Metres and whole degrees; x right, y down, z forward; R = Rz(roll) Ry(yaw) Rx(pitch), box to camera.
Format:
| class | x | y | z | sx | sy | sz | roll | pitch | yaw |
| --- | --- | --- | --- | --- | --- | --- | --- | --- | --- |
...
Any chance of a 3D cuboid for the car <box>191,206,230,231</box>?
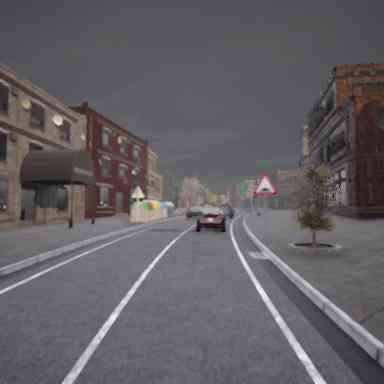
| class | x | y | z | sx | sy | sz | roll | pitch | yaw |
| --- | --- | --- | --- | --- | --- | --- | --- | --- | --- |
| car | 1.428 | 1.903 | 23.578 | 2.163 | 1.488 | 4.792 | 0 | -2 | 6 |

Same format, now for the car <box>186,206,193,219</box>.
| class | x | y | z | sx | sy | sz | roll | pitch | yaw |
| --- | --- | --- | --- | --- | --- | --- | --- | --- | --- |
| car | 0.594 | 2.367 | 39.257 | 1.882 | 1.535 | 5.008 | -1 | -2 | 11 |

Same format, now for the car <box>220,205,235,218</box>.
| class | x | y | z | sx | sy | sz | roll | pitch | yaw |
| --- | --- | --- | --- | --- | --- | --- | --- | --- | --- |
| car | 4.207 | 2.355 | 41.108 | 2.033 | 1.649 | 4.856 | -1 | -2 | 11 |
